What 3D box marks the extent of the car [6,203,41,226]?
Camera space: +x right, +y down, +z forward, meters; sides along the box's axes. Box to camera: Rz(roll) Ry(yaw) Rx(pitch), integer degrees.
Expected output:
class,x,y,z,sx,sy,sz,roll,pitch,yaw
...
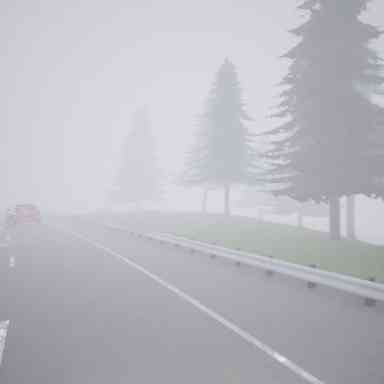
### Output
class,x,y,z,sx,sy,sz,roll,pitch,yaw
car,-14.118,1.754,27.747,2.097,1.767,4.553,-1,-1,-35
